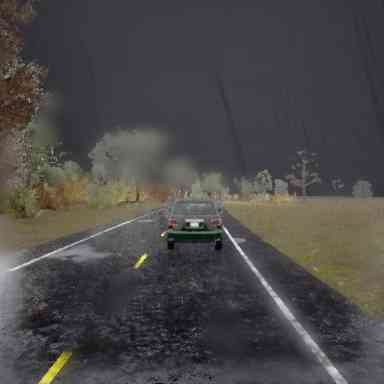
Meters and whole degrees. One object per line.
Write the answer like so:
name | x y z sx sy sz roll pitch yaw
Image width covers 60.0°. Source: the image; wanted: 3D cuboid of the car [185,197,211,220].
car | 0.560 1.401 29.513 2.097 1.767 4.553 0 0 2

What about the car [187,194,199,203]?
car | 0.320 1.454 77.723 2.150 2.045 5.566 0 0 6

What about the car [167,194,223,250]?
car | 0.141 1.270 14.612 2.150 2.045 5.566 0 0 1
